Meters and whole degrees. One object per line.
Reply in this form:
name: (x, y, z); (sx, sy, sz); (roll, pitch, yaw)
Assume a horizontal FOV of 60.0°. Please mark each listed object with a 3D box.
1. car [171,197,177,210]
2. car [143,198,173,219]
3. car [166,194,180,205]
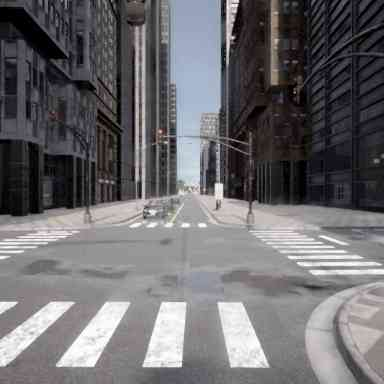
car: (-3.196, 1.579, 39.491); (1.994, 1.385, 4.181); (0, 0, -1)
car: (-3.169, 1.501, 29.425); (2.128, 1.511, 4.902); (0, 0, 0)
car: (-3.188, 1.593, 59.680); (1.994, 1.385, 4.181); (0, 0, 0)
